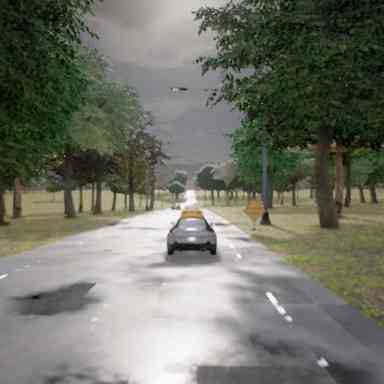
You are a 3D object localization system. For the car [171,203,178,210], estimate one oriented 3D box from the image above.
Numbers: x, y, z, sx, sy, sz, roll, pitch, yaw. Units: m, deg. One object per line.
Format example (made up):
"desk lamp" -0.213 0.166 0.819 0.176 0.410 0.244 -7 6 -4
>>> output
"car" -3.483 3.178 71.629 2.128 1.511 4.902 0 -2 0

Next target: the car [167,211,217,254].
"car" 0.008 1.731 14.277 1.994 1.385 4.181 0 -1 0

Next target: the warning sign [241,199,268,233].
"warning sign" 3.571 1.348 19.094 1.300 1.860 1.060 1 0 0

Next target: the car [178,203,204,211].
"car" 0.014 1.896 29.487 1.882 1.535 5.008 0 -1 0
